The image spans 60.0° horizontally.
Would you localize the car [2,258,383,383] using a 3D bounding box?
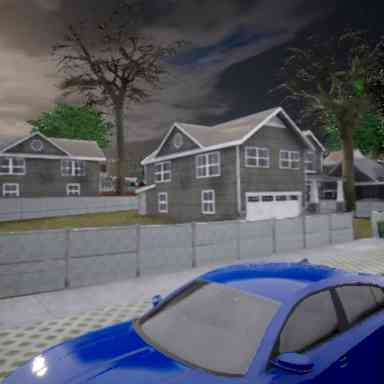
[{"bbox_3d":[0.710,1.563,3.494,5.008,1.535,1.882,0,-2,-37],"label":"car"}]
